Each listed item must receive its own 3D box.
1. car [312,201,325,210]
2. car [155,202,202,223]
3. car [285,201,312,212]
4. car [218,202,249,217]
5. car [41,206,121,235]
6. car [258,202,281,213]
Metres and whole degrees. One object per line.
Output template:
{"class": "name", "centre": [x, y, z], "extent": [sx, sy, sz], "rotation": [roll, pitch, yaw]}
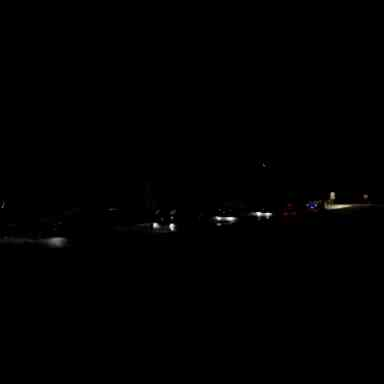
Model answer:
{"class": "car", "centre": [19.777, 2.123, 53.141], "extent": [1.895, 1.301, 4.718], "rotation": [-1, -1, 35]}
{"class": "car", "centre": [-1.057, 1.611, 28.124], "extent": [2.097, 1.767, 4.553], "rotation": [-1, -1, 35]}
{"class": "car", "centre": [14.093, 1.924, 44.868], "extent": [2.128, 1.511, 4.902], "rotation": [-1, -1, 35]}
{"class": "car", "centre": [4.620, 1.877, 36.292], "extent": [1.812, 1.442, 4.674], "rotation": [-1, -1, 35]}
{"class": "car", "centre": [-6.565, 1.645, 20.183], "extent": [1.882, 1.535, 5.008], "rotation": [-1, -1, 35]}
{"class": "car", "centre": [10.379, 2.006, 44.528], "extent": [1.994, 1.385, 4.181], "rotation": [-1, -1, 35]}
